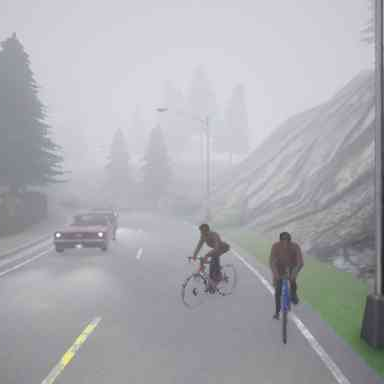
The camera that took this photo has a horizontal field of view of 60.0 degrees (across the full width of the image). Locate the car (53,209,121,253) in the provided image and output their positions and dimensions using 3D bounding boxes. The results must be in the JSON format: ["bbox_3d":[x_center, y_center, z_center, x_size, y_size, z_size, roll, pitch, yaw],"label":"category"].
[{"bbox_3d":[-4.233,1.600,13.861,1.895,1.301,4.718,0,0,-7],"label":"car"}]

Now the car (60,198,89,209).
[{"bbox_3d":[-15.820,1.543,45.359,5.357,1.411,2.033,0,0,37],"label":"car"}]

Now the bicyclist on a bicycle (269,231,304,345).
[{"bbox_3d":[1.528,1.448,5.421,0.582,1.620,1.656,0,2,17],"label":"bicyclist on a bicycle"}]

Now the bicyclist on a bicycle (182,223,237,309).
[{"bbox_3d":[0.383,1.451,6.808,1.656,1.620,0.582,-3,2,-44],"label":"bicyclist on a bicycle"}]

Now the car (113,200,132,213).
[{"bbox_3d":[-8.212,1.560,37.129,1.994,1.385,4.181,0,0,-29],"label":"car"}]

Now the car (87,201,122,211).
[{"bbox_3d":[-6.531,1.599,24.416,1.895,1.301,4.718,0,0,-18],"label":"car"}]
